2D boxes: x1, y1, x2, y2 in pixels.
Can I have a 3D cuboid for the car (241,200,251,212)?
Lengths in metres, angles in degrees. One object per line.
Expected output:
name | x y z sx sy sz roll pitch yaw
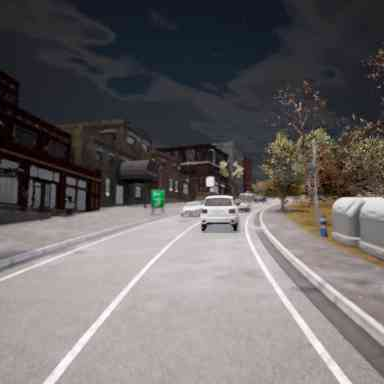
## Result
car | 5.816 1.634 39.129 1.895 1.301 4.718 -2 0 16

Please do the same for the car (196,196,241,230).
car | 1.876 1.257 21.381 2.150 2.045 5.566 -1 0 9

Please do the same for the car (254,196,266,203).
car | 14.461 1.516 70.692 1.837 1.490 4.892 -2 -1 24

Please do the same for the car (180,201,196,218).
car | 0.202 1.639 32.111 1.812 1.442 4.674 -1 0 13
